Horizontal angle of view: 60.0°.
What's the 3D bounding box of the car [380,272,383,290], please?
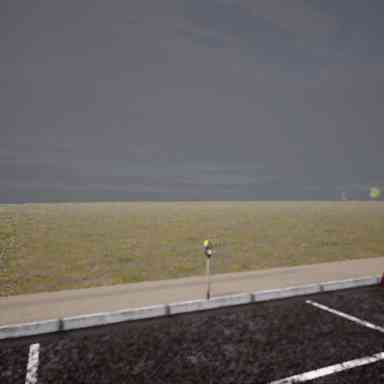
[{"bbox_3d":[6.307,1.750,7.624,4.206,1.307,1.802,0,-1,-23],"label":"car"}]
